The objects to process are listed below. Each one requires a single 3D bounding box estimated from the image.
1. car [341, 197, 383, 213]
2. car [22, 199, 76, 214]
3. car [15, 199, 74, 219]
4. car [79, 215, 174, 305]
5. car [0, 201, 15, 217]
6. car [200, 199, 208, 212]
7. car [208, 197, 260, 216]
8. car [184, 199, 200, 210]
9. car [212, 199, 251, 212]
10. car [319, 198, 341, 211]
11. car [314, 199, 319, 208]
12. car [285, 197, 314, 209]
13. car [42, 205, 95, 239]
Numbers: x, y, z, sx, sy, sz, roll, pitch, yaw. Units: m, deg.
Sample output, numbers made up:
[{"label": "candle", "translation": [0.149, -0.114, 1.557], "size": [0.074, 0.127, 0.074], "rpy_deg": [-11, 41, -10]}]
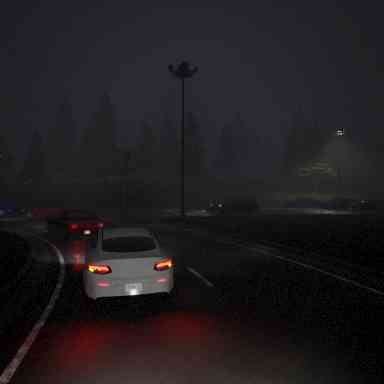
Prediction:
[{"label": "car", "translation": [19.233, 1.491, 36.022], "size": [4.902, 1.511, 2.128], "rpy_deg": [0, 0, -14]}, {"label": "car", "translation": [-14.886, 1.491, 34.931], "size": [4.902, 1.511, 2.128], "rpy_deg": [0, 0, -14]}, {"label": "car", "translation": [-12.068, 1.525, 28.411], "size": [4.674, 1.442, 1.812], "rpy_deg": [0, 0, -14]}, {"label": "car", "translation": [-1.664, 1.526, 8.124], "size": [1.812, 1.442, 4.674], "rpy_deg": [0, 0, -16]}, {"label": "car", "translation": [-18.768, 1.477, 30.386], "size": [5.008, 1.535, 1.882], "rpy_deg": [0, 0, -14]}, {"label": "car", "translation": [3.649, 1.351, 35.835], "size": [4.553, 1.767, 2.097], "rpy_deg": [0, 0, -14]}, {"label": "car", "translation": [4.250, 1.352, 32.380], "size": [4.553, 1.767, 2.097], "rpy_deg": [0, 0, -14]}, {"label": "car", "translation": [0.702, 1.564, 42.323], "size": [4.181, 1.385, 1.994], "rpy_deg": [0, 0, -14]}, {"label": "car", "translation": [4.662, 1.564, 39.683], "size": [4.181, 1.385, 1.994], "rpy_deg": [0, 0, -14]}, {"label": "car", "translation": [17.977, 1.504, 39.318], "size": [4.892, 1.490, 1.837], "rpy_deg": [0, 0, -14]}, {"label": "car", "translation": [18.927, 1.477, 43.150], "size": [5.008, 1.535, 1.882], "rpy_deg": [0, 0, -14]}, {"label": "car", "translation": [15.237, 1.477, 45.857], "size": [5.008, 1.535, 1.882], "rpy_deg": [0, 0, -14]}, {"label": "car", "translation": [-6.180, 1.601, 17.414], "size": [1.895, 1.301, 4.718], "rpy_deg": [0, 0, -35]}]
